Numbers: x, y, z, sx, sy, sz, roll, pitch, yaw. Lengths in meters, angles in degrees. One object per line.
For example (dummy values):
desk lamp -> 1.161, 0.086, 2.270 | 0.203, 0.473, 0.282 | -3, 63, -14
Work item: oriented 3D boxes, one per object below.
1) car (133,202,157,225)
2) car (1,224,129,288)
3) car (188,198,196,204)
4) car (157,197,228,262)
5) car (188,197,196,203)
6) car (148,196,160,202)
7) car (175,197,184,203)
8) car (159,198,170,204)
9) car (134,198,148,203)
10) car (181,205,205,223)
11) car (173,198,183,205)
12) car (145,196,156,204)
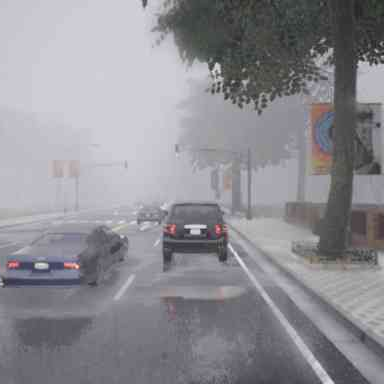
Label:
car -> -3.148, 1.736, 26.130 | 2.033, 1.411, 5.357 | 0, 0, 0
car -> -3.149, 1.614, 9.471 | 2.033, 1.411, 5.357 | 0, 0, 0
car -> 0.004, 2.064, 76.588 | 1.812, 1.442, 4.674 | 0, 0, 0
car -> 0.102, 1.311, 12.687 | 2.150, 2.045, 5.566 | 0, 0, 0
car -> 0.004, 2.016, 86.597 | 1.812, 1.442, 4.674 | 0, 0, 0
car -> -6.532, 1.809, 62.863 | 2.097, 1.767, 4.553 | 0, 0, 1
car -> -3.246, 2.032, 86.596 | 2.033, 1.411, 5.357 | 0, 0, 0
car -> -6.496, 2.038, 78.857 | 2.033, 1.411, 5.357 | 0, 0, 0
car -> -9.777, 1.981, 62.733 | 1.812, 1.442, 4.674 | 0, 0, 1
car -> 0.102, 1.807, 28.506 | 1.895, 1.301, 4.718 | 0, 0, 0
car -> -3.246, 2.060, 76.177 | 2.128, 1.511, 4.902 | 0, 0, 0
car -> -9.746, 1.854, 78.880 | 2.097, 1.767, 4.553 | 0, 0, 0
